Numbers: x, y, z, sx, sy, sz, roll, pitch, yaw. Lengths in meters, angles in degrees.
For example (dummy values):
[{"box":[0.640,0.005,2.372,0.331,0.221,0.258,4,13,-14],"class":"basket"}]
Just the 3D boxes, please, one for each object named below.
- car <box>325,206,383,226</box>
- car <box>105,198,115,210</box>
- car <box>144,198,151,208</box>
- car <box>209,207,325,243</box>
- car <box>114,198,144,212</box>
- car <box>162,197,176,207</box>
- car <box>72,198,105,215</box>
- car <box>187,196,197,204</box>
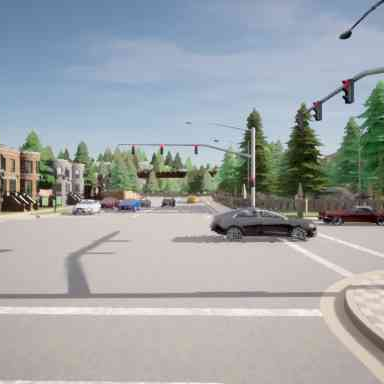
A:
[{"box":[11.149,1.601,22.840,4.718,1.301,1.895,0,0,2],"class":"car"},{"box":[-10.662,1.477,43.021,1.882,1.535,5.008,0,0,0],"class":"car"},{"box":[-7.150,1.564,48.295,1.994,1.385,4.181,0,0,0],"class":"car"},{"box":[3.276,1.491,15.637,4.902,1.511,2.128,0,0,1],"class":"car"},{"box":[-7.161,1.477,38.307,1.882,1.535,5.008,0,0,0],"class":"car"},{"box":[-3.488,1.491,50.520,2.128,1.511,4.902,0,0,0],"class":"car"},{"box":[-10.655,1.526,33.968,1.812,1.442,4.674,0,0,0],"class":"car"},{"box":[-0.012,1.477,64.859,1.882,1.535,5.008,0,0,0],"class":"car"}]
